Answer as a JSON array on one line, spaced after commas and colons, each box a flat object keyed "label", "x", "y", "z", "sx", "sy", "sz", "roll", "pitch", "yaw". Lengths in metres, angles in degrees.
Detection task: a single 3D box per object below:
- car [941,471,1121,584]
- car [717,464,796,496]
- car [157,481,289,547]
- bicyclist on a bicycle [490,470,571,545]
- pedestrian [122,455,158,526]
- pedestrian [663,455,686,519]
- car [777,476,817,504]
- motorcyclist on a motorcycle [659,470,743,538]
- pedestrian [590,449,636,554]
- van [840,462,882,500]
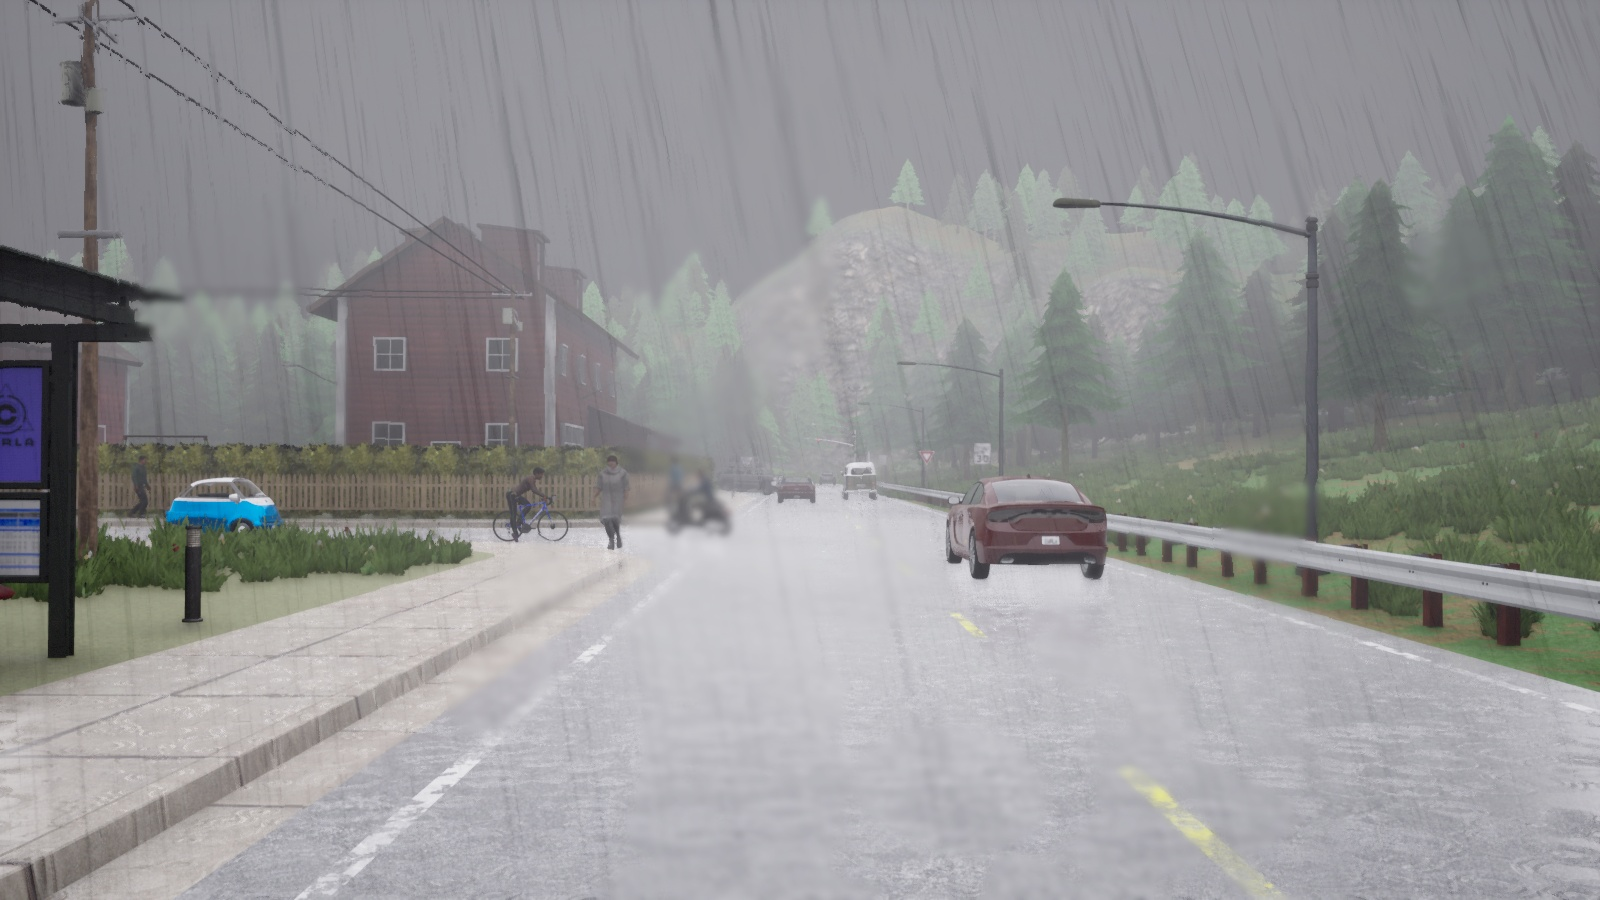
[{"label": "car", "x": 3.453, "y": 1.109, "z": 19.755, "sx": 1.882, "sy": 1.535, "sz": 5.008, "roll": 0, "pitch": -1, "yaw": 0}, {"label": "car", "x": -2.700, "y": 1.845, "z": 77.544, "sx": 4.605, "sy": 1.855, "sz": 1.932, "roll": 0, "pitch": -1, "yaw": 33}, {"label": "car", "x": -12.526, "y": 1.377, "z": 27.339, "sx": 2.207, "sy": 1.376, "sz": 1.481, "roll": -1, "pitch": -1, "yaw": 0}, {"label": "bicyclist on a bicycle", "x": -5.868, "y": 1.250, "z": 27.413, "sx": 1.656, "sy": 1.620, "sz": 0.582, "roll": 0, "pitch": -1, "yaw": -4}, {"label": "pedestrian", "x": -18.280, "y": 1.126, "z": 34.791, "sx": 0.788, "sy": 1.949, "sz": 0.423, "roll": 0, "pitch": -1, "yaw": -3}, {"label": "pedestrian", "x": -3.862, "y": 1.133, "z": 38.660, "sx": 0.396, "sy": 1.930, "sz": 0.692, "roll": -1, "pitch": -1, "yaw": 28}, {"label": "car", "x": -0.148, "y": 1.956, "z": 62.140, "sx": 1.895, "sy": 1.301, "sz": 4.718, "roll": 0, "pitch": -1, "yaw": 0}, {"label": "motorcyclist on a motorcycle", "x": -2.374, "y": 1.282, "z": 30.135, "sx": 1.817, "sy": 1.590, "sz": 0.866, "roll": -1, "pitch": -1, "yaw": 21}, {"label": "pedestrian", "x": -3.568, "y": 0.974, "z": 24.008, "sx": 0.659, "sy": 1.952, "sz": 0.873, "roll": 0, "pitch": -1, "yaw": 7}, {"label": "van", "x": 3.333, "y": 1.689, "z": 69.495, "sx": 2.069, "sy": 2.038, "sz": 4.480, "roll": 0, "pitch": -1, "yaw": 0}]
